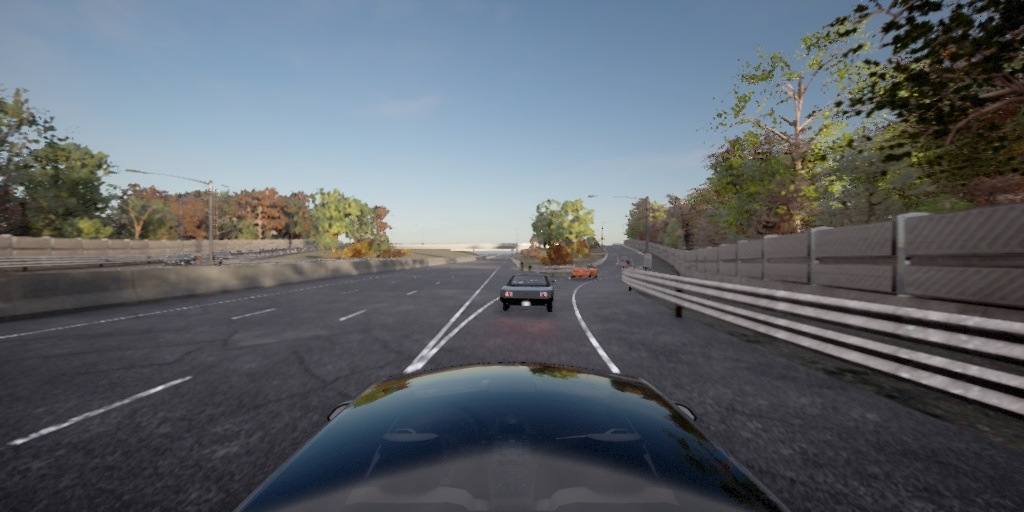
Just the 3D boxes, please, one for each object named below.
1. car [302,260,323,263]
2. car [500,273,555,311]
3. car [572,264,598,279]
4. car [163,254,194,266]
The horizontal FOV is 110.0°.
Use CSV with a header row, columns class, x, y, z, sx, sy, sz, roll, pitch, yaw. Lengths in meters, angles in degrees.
class,x,y,z,sx,sy,sz,roll,pitch,yaw
car,-28.446,1.246,50.477,2.033,1.411,5.357,0,0,0
car,0.795,1.356,14.601,1.895,1.301,4.718,0,0,8
car,8.218,1.636,39.984,2.097,1.767,4.553,1,-1,24
car,-43.441,0.539,46.776,1.837,1.490,4.892,0,1,-24
